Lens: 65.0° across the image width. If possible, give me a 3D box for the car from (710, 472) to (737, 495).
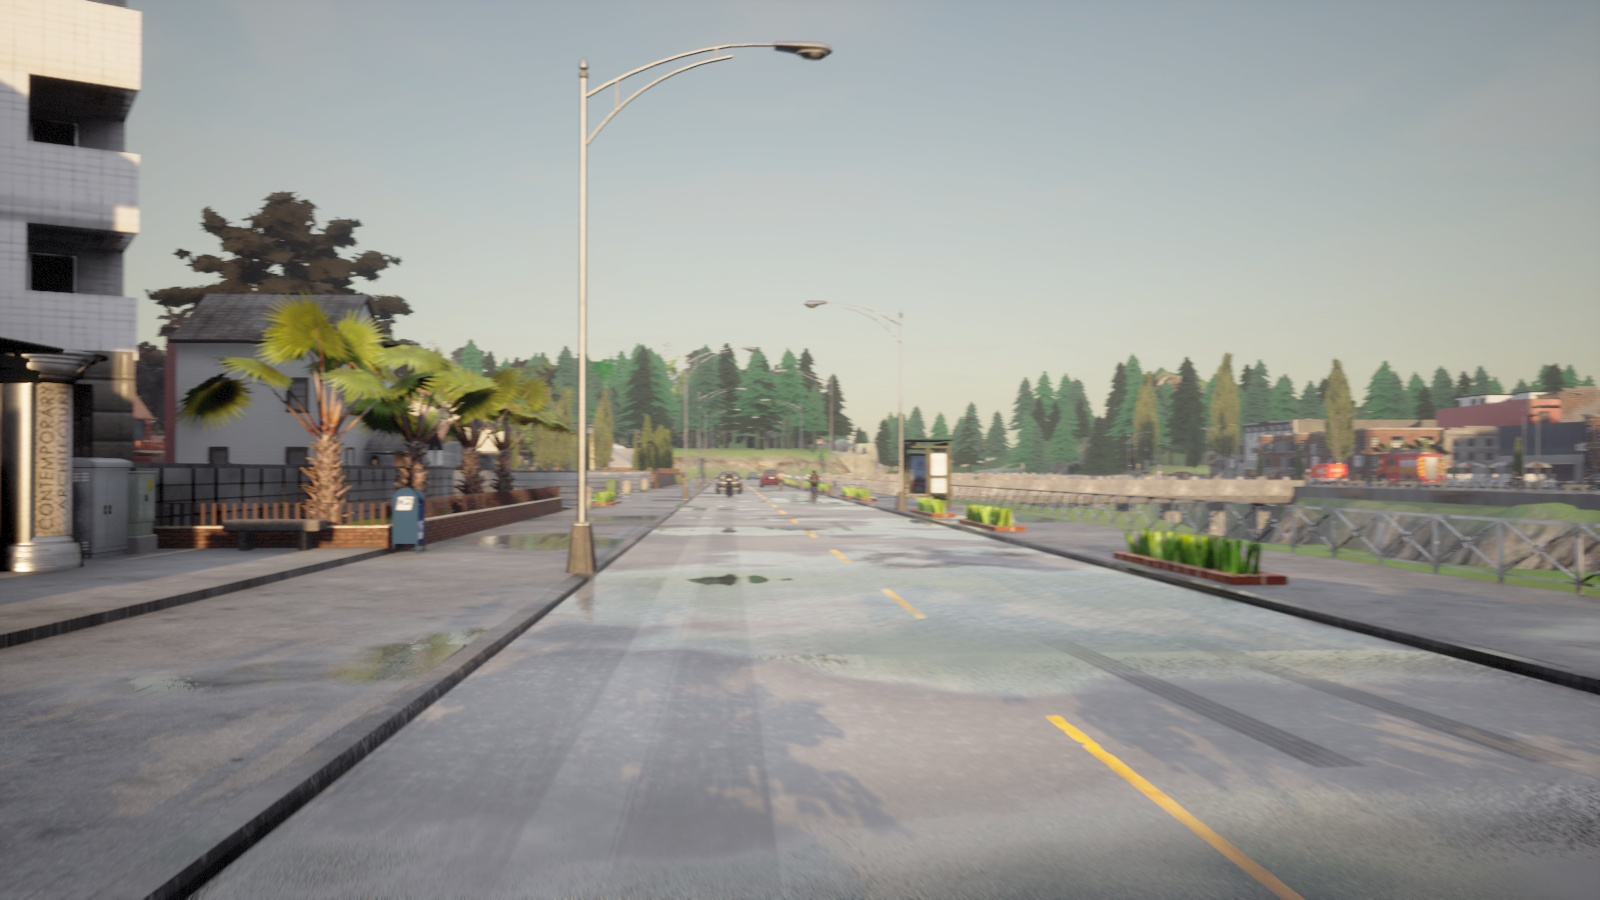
[{"bbox_3d":[-5.158,2.259,84.940,1.789,1.549,3.705,0,-1,-4],"label":"car"}]
